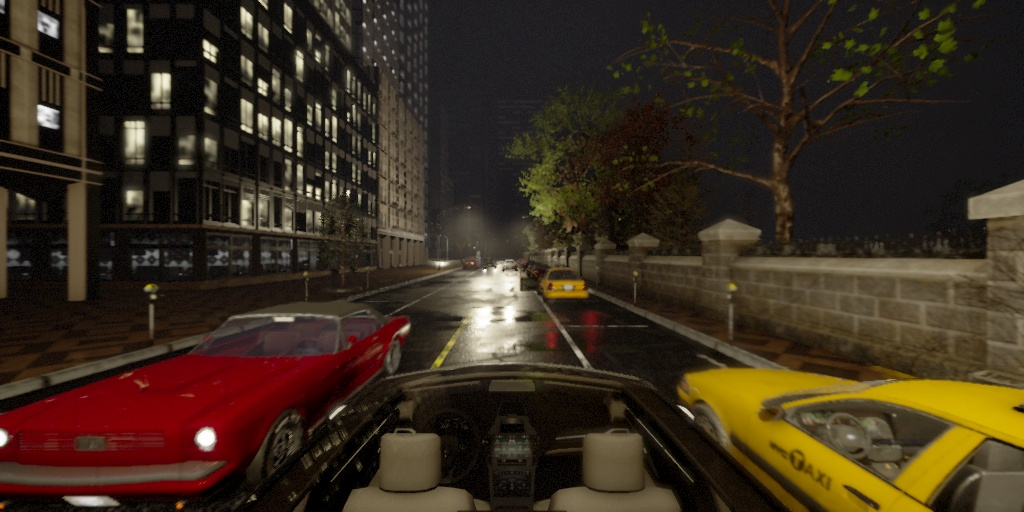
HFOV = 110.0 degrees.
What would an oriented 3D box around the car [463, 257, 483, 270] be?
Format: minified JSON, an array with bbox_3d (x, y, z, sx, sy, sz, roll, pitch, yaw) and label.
[{"bbox_3d":[-5.872,0.996,51.659,2.192,1.841,5.009,0,0,-1],"label":"car"}]

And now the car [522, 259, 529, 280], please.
[{"bbox_3d":[2.319,1.270,34.990,1.948,1.339,4.313,0,0,-1],"label":"car"}]

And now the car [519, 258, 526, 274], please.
[{"bbox_3d":[2.209,1.253,46.089,1.948,1.339,4.313,0,0,-1],"label":"car"}]

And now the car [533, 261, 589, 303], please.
[{"bbox_3d":[2.161,1.188,16.447,1.801,1.575,5.366,0,0,0],"label":"car"}]

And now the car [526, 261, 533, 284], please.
[{"bbox_3d":[2.375,1.295,29.441,1.802,1.307,4.207,0,0,-1],"label":"car"}]

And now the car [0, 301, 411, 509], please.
[{"bbox_3d":[-2.858,1.348,4.633,1.895,1.301,4.718,0,0,0],"label":"car"}]

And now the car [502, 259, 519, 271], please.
[{"bbox_3d":[-0.281,1.213,46.971,1.812,1.442,4.674,0,0,0],"label":"car"}]

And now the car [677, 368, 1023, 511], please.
[{"bbox_3d":[2.567,1.275,1.869,1.751,1.417,4.829,0,0,0],"label":"car"}]

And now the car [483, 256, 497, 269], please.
[{"bbox_3d":[-3.196,1.184,54.082,1.837,1.490,4.892,0,0,0],"label":"car"}]
